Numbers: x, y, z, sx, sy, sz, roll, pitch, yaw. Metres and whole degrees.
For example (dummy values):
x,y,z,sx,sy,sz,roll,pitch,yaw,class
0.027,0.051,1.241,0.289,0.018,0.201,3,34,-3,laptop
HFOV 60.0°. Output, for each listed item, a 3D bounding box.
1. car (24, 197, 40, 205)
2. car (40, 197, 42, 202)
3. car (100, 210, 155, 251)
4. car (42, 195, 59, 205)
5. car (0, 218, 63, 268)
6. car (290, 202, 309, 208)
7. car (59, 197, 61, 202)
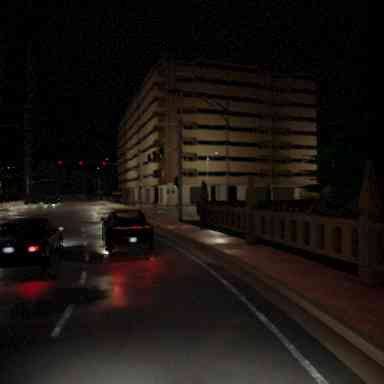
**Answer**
x,y,z,sx,sy,sz,roll,pitch,yaw,class
-31.310,1.791,64.773,1.812,1.442,4.674,0,0,-19,car
-36.602,1.832,80.057,2.033,1.411,5.357,0,0,-19,car
-2.859,1.526,14.391,2.128,1.511,4.902,0,0,-17,car
-28.004,1.772,65.922,1.812,1.442,4.674,0,0,-19,car
-5.532,1.594,11.213,2.033,1.411,5.357,0,0,-16,car
16.195,1.490,47.997,5.008,1.535,1.882,0,0,-19,car
-33.307,1.628,81.233,2.097,1.767,4.553,0,0,-19,car
